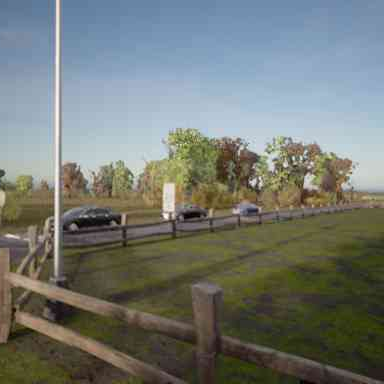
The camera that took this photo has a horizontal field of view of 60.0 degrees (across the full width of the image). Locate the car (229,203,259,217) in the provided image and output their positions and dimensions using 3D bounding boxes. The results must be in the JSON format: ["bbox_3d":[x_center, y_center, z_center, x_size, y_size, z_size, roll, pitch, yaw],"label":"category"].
[{"bbox_3d":[6.000,1.959,37.406,1.812,1.442,4.674,1,0,36],"label":"car"}]

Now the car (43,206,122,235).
[{"bbox_3d":[-6.442,1.634,20.088,1.837,1.490,4.892,1,0,35],"label":"car"}]

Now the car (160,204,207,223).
[{"bbox_3d":[-0.638,1.762,28.198,2.128,1.511,4.902,1,0,36],"label":"car"}]
